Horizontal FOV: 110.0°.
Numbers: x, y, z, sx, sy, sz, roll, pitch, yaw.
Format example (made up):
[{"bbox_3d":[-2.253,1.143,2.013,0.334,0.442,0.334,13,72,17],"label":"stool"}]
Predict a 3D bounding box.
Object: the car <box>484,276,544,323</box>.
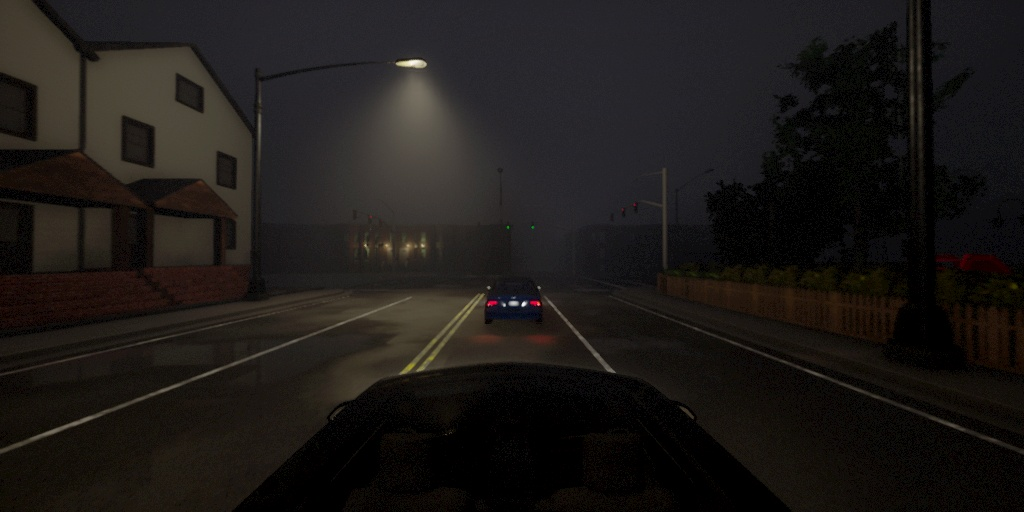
[{"bbox_3d":[0.066,1.401,12.558,2.033,1.411,5.357,0,-1,0],"label":"car"}]
